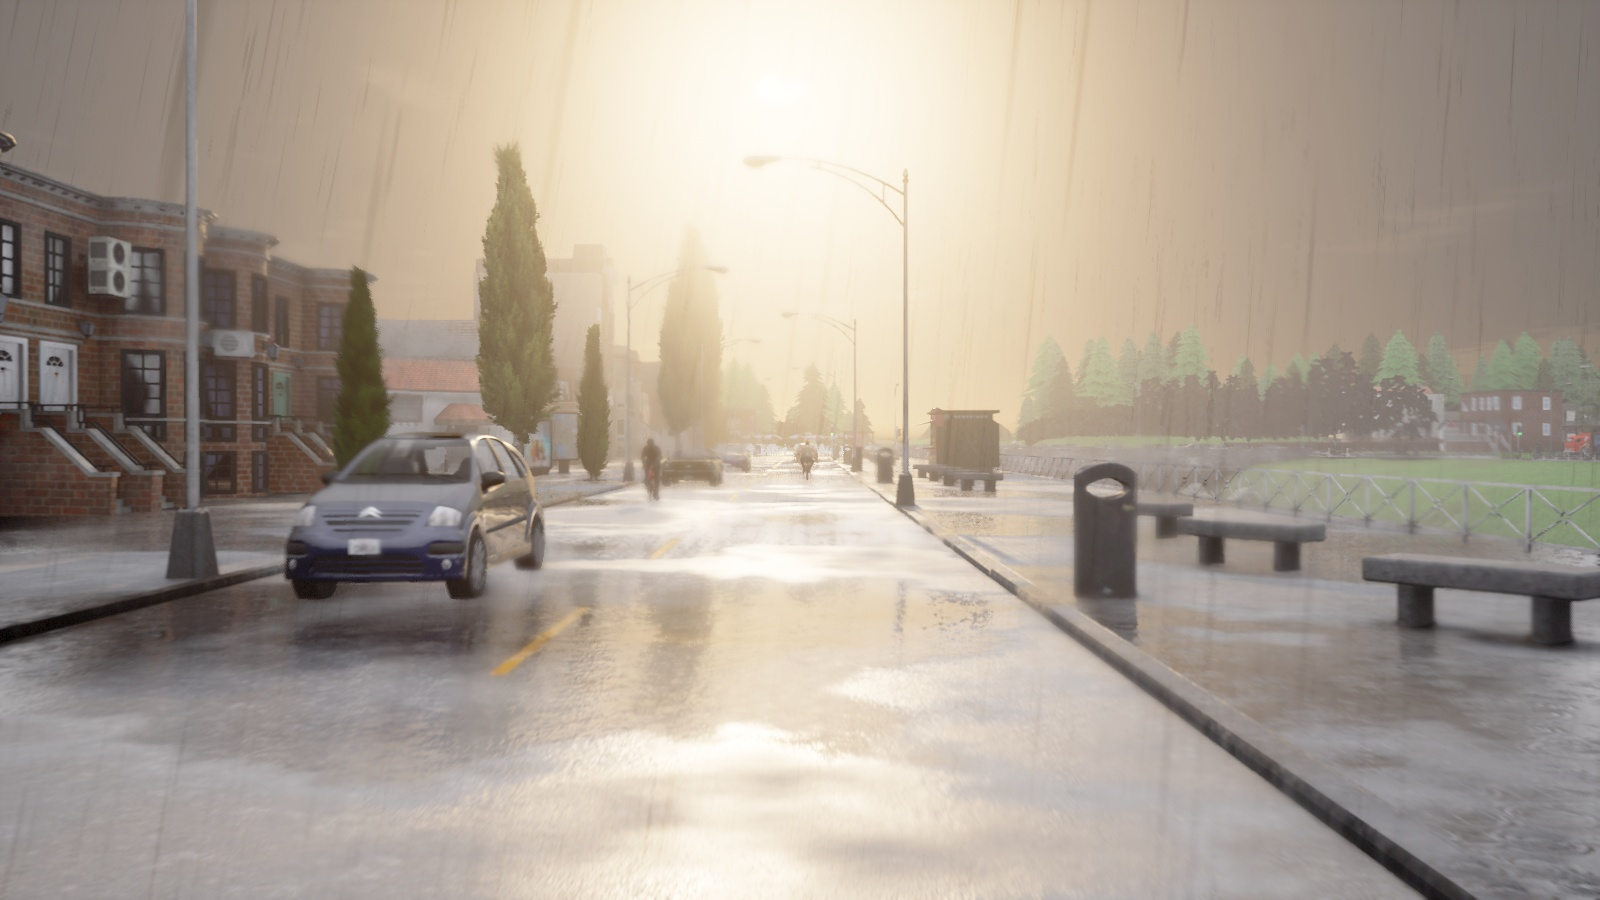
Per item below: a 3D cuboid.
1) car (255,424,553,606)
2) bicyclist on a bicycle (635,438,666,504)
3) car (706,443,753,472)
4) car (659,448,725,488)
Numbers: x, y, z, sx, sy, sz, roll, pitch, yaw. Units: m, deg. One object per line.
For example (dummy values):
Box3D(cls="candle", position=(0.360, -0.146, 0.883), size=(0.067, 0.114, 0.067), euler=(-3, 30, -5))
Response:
Box3D(cls="car", position=(-3.911, 0.567, 13.157), size=(1.851, 1.617, 3.988), euler=(0, 0, 0))
Box3D(cls="bicyclist on a bicycle", position=(-3.807, 0.516, 32.015), size=(0.582, 1.620, 1.656), euler=(0, 1, 0))
Box3D(cls="car", position=(-3.620, 0.373, 65.720), size=(2.163, 1.488, 4.792), euler=(0, 0, 0))
Box3D(cls="car", position=(-3.739, 0.595, 44.198), size=(1.895, 1.301, 4.718), euler=(0, 0, 0))
